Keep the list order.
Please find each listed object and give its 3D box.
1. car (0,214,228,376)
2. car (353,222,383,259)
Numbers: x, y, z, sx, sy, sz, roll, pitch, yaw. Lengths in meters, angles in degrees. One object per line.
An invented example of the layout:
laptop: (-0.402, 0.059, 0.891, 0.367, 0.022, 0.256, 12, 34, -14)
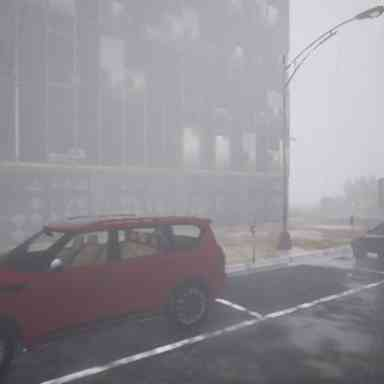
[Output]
car: (-1.659, 1.331, 5.392, 5.009, 1.841, 2.192, 1, -1, -35)
car: (7.580, 1.688, 11.978, 4.313, 1.339, 1.947, 1, -1, -35)
